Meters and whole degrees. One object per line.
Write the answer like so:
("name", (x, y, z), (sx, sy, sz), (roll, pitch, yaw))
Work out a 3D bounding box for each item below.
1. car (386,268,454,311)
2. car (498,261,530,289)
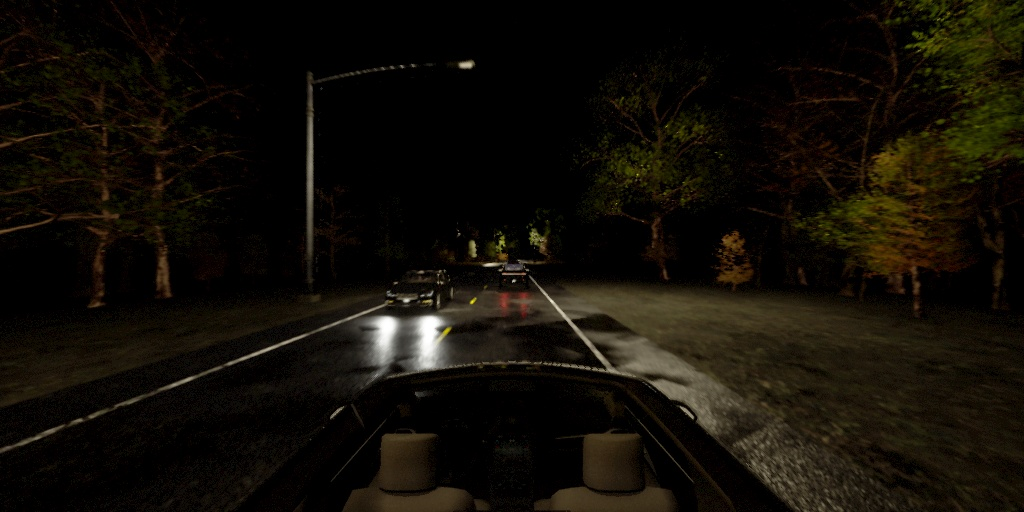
("car", (-3.576, 1.273, 14.626), (1.837, 1.490, 4.892), (0, 0, 0))
("car", (0.126, 1.271, 23.573), (2.128, 1.511, 4.902), (0, 0, 0))
